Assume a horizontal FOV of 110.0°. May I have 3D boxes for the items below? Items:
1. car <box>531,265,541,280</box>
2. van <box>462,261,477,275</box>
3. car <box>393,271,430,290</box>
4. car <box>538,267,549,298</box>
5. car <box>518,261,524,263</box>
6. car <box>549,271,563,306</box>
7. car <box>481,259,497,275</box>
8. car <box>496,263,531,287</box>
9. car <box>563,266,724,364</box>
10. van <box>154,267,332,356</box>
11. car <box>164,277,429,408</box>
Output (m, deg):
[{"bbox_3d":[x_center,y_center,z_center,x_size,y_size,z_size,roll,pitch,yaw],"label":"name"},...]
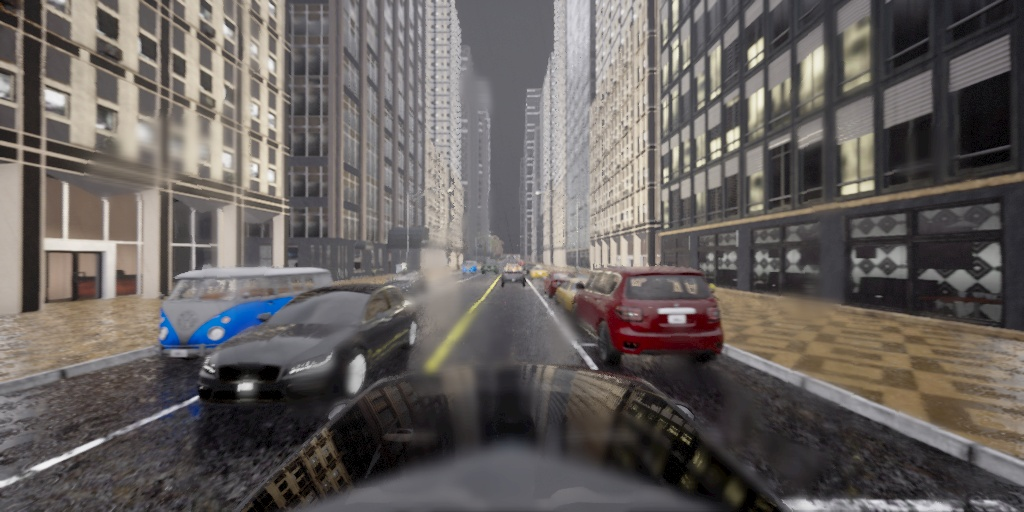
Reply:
[{"bbox_3d":[2.706,1.648,36.873,1.751,1.417,4.829,0,0,0],"label":"car"},{"bbox_3d":[-5.670,1.579,48.107,1.690,1.789,3.998,0,0,0],"label":"van"},{"bbox_3d":[-5.682,1.495,19.614,2.007,1.370,4.403,0,0,0],"label":"car"},{"bbox_3d":[2.698,1.489,19.608,1.888,1.381,4.507,0,0,0],"label":"car"},{"bbox_3d":[0.115,1.659,42.461,1.882,1.535,5.008,0,0,0],"label":"car"},{"bbox_3d":[2.696,1.408,14.080,1.751,1.417,4.829,0,0,0],"label":"car"},{"bbox_3d":[-3.006,1.477,49.735,2.150,2.045,5.566,0,-1,1],"label":"car"},{"bbox_3d":[0.107,1.522,27.759,2.128,1.511,4.902,0,-1,0],"label":"car"},{"bbox_3d":[2.693,1.135,8.212,2.192,1.841,5.009,0,0,0],"label":"car"},{"bbox_3d":[-5.688,1.162,8.221,1.690,1.789,3.998,0,0,0],"label":"van"},{"bbox_3d":[-3.095,1.309,6.618,1.837,1.490,4.892,0,-1,0],"label":"car"}]
